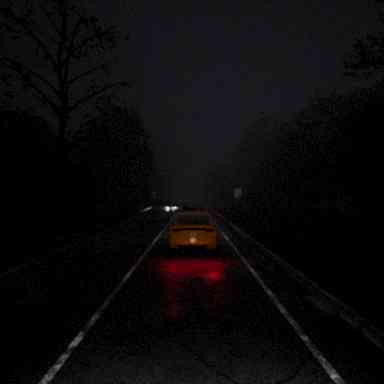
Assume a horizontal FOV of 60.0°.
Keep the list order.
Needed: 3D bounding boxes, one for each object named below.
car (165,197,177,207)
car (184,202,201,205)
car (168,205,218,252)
[{"bbox_3d":[-3.560,1.703,57.434,2.128,1.511,4.902,0,0,0],"label":"car"},{"bbox_3d":[0.056,1.639,29.207,1.882,1.535,5.008,0,0,0],"label":"car"},{"bbox_3d":[0.056,1.548,14.196,1.882,1.535,5.008,0,0,0],"label":"car"}]
